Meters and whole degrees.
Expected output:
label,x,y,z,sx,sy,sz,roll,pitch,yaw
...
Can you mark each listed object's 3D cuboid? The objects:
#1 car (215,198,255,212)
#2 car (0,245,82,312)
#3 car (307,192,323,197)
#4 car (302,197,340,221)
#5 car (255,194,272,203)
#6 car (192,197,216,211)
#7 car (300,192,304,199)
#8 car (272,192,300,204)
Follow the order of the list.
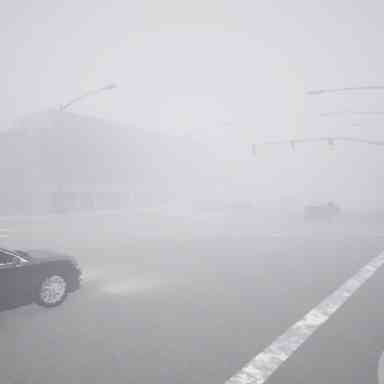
label,x,y,z,sx,sy,sz,roll,pitch,yaw
car,4.887,1.482,37.278,1.895,1.301,4.718,0,1,35
car,-4.271,1.522,5.768,1.837,1.490,4.892,0,0,35
car,23.580,0.754,63.750,1.882,1.535,5.008,0,0,35
car,10.627,1.432,26.998,1.882,1.535,5.008,0,0,35
car,11.616,1.016,52.940,1.812,1.442,4.674,0,1,35
car,1.917,1.380,39.135,2.128,1.511,4.902,0,1,35
car,20.549,0.780,65.523,1.837,1.490,4.892,0,0,35
car,14.398,1.091,50.819,1.895,1.301,4.718,0,1,35
